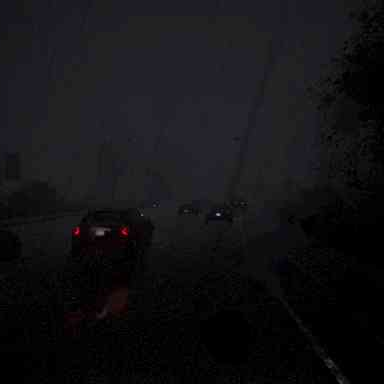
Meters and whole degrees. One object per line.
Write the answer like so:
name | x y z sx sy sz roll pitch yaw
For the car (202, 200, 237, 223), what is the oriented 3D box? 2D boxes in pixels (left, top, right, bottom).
car | 2.190 1.569 25.464 1.994 1.385 4.181 0 0 9

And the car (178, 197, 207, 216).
car | -0.077 1.526 32.429 1.812 1.442 4.674 0 0 12

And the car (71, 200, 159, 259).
car | -2.827 1.348 12.864 2.097 1.767 4.553 0 0 4

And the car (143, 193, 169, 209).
car | -4.775 1.201 43.584 2.150 2.045 5.566 0 0 16

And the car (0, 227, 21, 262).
car | -6.746 1.554 9.379 1.994 1.385 4.181 0 0 3

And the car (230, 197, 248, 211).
car | 5.729 1.367 41.290 2.097 1.767 4.553 0 0 15

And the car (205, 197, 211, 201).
car | 1.587 1.476 52.069 1.882 1.535 5.008 0 0 20
